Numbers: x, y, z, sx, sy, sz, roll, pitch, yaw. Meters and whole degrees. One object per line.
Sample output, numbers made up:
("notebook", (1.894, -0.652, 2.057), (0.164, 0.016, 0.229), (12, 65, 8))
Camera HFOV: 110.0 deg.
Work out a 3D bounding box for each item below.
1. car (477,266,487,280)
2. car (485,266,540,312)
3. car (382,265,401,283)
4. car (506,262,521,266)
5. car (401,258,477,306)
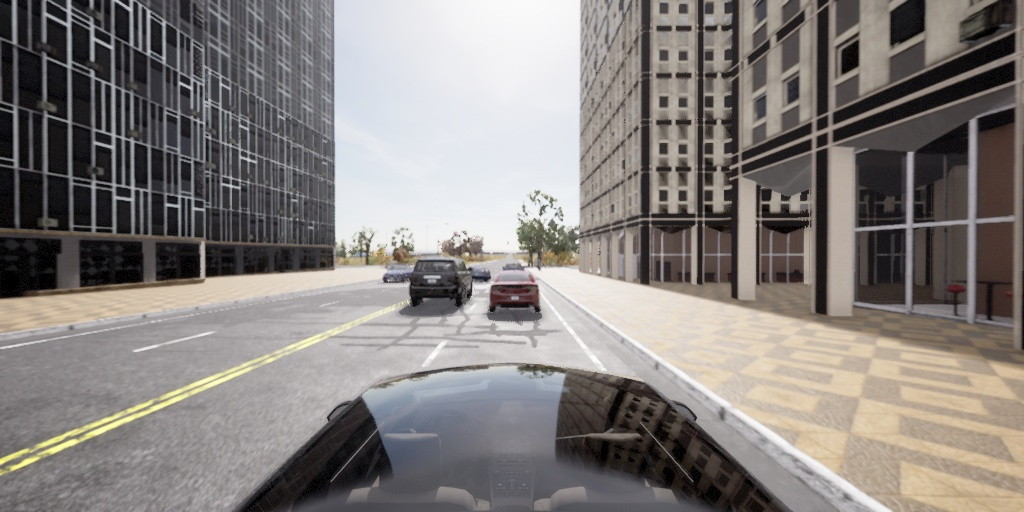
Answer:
("car", (-3.110, 1.599, 33.857), (1.994, 1.385, 4.181), (0, 0, 0))
("car", (0.110, 1.347, 14.996), (1.882, 1.535, 5.008), (0, -1, 0))
("car", (-9.807, 1.540, 31.540), (1.812, 1.442, 4.674), (0, 0, 0))
("car", (0.139, 1.379, 32.865), (2.097, 1.767, 4.553), (0, 0, 0))
("car", (-3.133, 1.106, 16.747), (2.150, 2.045, 5.566), (0, -1, 0))
